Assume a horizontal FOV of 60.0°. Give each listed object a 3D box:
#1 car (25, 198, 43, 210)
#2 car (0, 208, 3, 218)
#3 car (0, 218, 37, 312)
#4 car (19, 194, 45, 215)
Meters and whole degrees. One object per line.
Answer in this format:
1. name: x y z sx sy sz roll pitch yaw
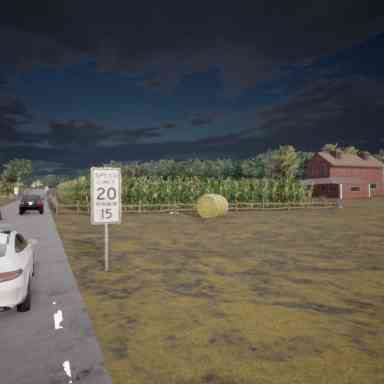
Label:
1. car: -21.175 1.594 44.625 2.033 1.411 5.357 0 0 -24
2. car: -15.742 1.572 25.500 1.812 1.442 4.674 0 0 -24
3. car: -4.441 1.534 7.158 1.812 1.442 4.674 0 0 -24
4. car: -16.930 1.265 35.230 2.150 2.045 5.566 0 0 -23
